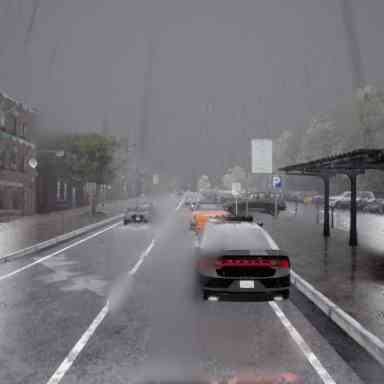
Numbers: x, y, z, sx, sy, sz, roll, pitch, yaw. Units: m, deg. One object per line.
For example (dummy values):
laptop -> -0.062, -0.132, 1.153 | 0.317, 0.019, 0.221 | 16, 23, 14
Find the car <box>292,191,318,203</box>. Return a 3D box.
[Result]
car -> 18.705, 1.080, 53.164 | 4.792, 1.488, 2.163 | 0, 1, 0

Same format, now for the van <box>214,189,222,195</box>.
van -> 5.511, 0.931, 44.056 | 4.442, 1.987, 1.878 | 0, 1, 0

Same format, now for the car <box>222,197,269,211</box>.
car -> 5.659, 1.273, 35.646 | 4.674, 1.452, 2.002 | 0, 1, 0

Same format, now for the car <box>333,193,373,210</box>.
car -> 18.738, 1.226, 36.504 | 5.008, 1.535, 2.097 | 0, 1, 0

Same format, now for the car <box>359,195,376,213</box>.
car -> 18.758, 1.277, 30.953 | 4.892, 1.521, 2.231 | 0, 1, 0

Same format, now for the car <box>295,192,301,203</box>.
car -> 18.657, 1.119, 50.381 | 4.792, 1.488, 2.163 | 0, 1, 0

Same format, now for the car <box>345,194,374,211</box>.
car -> 18.748, 1.251, 33.729 | 5.008, 1.535, 2.097 | 0, 1, 0

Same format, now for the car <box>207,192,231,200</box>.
car -> 5.536, 0.791, 69.291 | 4.892, 1.521, 2.231 | 0, 1, 0

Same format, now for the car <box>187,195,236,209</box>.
car -> 0.938, 1.254, 18.285 | 2.097, 1.767, 4.553 | 0, 1, 0

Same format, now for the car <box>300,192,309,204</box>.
car -> 18.880, 1.116, 47.610 | 5.366, 1.575, 1.946 | 0, 1, 0

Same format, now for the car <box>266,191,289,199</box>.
car -> 18.642, 0.610, 72.591 | 4.553, 1.767, 2.185 | 0, 1, 0

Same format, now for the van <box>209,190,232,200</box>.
van -> 5.669, 0.612, 66.485 | 4.442, 1.987, 1.878 | 0, 1, 0

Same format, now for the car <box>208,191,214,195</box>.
car -> 5.596, 1.020, 55.274 | 4.892, 1.521, 2.231 | 0, 1, 0

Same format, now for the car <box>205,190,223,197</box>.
car -> 5.464, 0.429, 83.303 | 4.553, 1.767, 2.185 | 0, 1, 0

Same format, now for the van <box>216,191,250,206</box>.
van -> 5.735, 0.900, 46.858 | 4.442, 1.987, 1.878 | 0, 1, 0

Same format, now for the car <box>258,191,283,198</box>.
car -> 18.407, 0.640, 78.141 | 5.366, 1.575, 1.946 | 0, 1, 0

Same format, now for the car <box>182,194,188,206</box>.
car -> -0.059, 1.215, 46.840 | 1.895, 1.301, 4.718 | 0, 1, 1

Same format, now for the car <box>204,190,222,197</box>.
car -> 5.454, 0.382, 86.106 | 4.553, 1.767, 2.185 | 0, 1, 0

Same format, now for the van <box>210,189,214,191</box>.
van -> 5.697, 0.753, 58.078 | 4.442, 1.987, 1.878 | 0, 1, 0

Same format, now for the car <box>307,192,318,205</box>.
car -> 18.700, 1.149, 44.832 | 5.008, 1.535, 2.097 | 0, 1, 0

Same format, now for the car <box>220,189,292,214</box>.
car -> 5.647, 1.032, 30.037 | 5.566, 2.045, 2.435 | 0, 1, 0

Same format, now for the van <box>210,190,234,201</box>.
van -> 5.678, 0.659, 63.682 | 4.442, 1.987, 1.878 | 0, 1, 0

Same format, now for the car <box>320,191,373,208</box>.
car -> 18.695, 0.950, 39.278 | 5.566, 2.045, 2.435 | 0, 1, 0

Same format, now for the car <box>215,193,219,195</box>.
car -> 5.632, 1.183, 41.252 | 5.008, 1.535, 2.097 | 0, 1, 0

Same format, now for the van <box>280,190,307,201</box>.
van -> 18.765, 0.697, 61.488 | 4.442, 1.987, 1.878 | 0, 1, 0

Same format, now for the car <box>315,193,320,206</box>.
car -> 18.708, 1.178, 42.054 | 4.892, 1.521, 2.231 | 0, 1, 0

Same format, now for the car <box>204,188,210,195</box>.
car -> 5.543, 0.680, 60.877 | 5.566, 2.045, 2.435 | 0, 1, 0

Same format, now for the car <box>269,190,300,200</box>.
car -> 18.659, 0.578, 67.037 | 5.566, 2.045, 2.435 | 0, 1, 0

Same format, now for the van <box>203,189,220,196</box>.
van -> 5.350, 0.187, 91.710 | 4.442, 1.987, 1.878 | 0, 1, 0

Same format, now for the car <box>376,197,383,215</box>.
car -> 18.790, 1.330, 28.178 | 4.792, 1.488, 2.163 | 0, 1, 0

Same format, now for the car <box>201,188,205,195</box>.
car -> 5.485, 0.398, 77.696 | 5.566, 2.045, 2.435 | 0, 1, 0

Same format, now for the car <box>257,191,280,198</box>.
car -> 18.589, 0.597, 80.919 | 4.892, 1.521, 2.231 | 0, 1, 0

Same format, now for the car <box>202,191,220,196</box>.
car -> 5.452, 0.366, 94.517 | 5.008, 1.535, 2.097 | 0, 1, 0

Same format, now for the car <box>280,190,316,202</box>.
car -> 18.686, 0.718, 58.711 | 5.566, 2.045, 2.435 | 0, 1, 0

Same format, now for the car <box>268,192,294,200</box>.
car -> 18.592, 0.812, 69.816 | 4.792, 1.488, 2.163 | 0, 1, 0

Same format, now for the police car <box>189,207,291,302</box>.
police car -> 0.958, 1.401, 8.416 | 1.930, 1.638, 5.238 | 0, 0, 0

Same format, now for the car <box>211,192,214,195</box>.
car -> 5.638, 1.126, 49.664 | 4.792, 1.488, 2.163 | 0, 1, 0

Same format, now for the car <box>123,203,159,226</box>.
car -> -3.294, 1.432, 22.230 | 1.994, 1.385, 4.181 | 0, 1, 0

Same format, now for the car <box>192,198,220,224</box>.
car -> 0.926, 1.303, 24.514 | 1.801, 1.575, 5.366 | 0, 1, 0
